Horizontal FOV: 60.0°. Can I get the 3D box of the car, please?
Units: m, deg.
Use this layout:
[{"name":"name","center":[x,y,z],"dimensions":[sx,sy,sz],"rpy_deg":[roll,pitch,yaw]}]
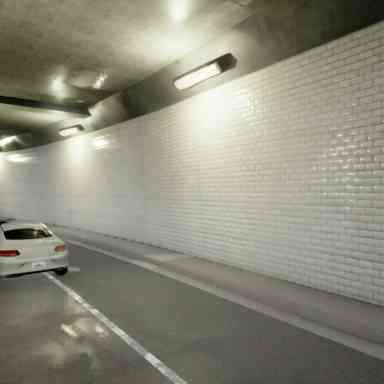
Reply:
[{"name":"car","center":[-4.998,1.526,9.522],"dimensions":[1.812,1.442,4.674],"rpy_deg":[0,0,-39]}]
